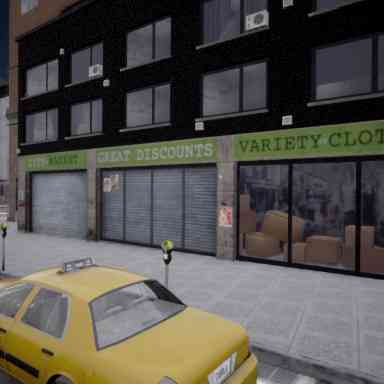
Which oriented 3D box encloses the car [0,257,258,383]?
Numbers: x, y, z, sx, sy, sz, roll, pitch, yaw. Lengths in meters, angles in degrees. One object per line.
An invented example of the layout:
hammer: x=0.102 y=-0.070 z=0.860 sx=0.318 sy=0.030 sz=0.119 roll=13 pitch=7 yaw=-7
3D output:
car: x=-1.615 y=1.524 z=4.240 sx=4.829 sy=1.417 sz=1.752 roll=0 pitch=1 yaw=35
